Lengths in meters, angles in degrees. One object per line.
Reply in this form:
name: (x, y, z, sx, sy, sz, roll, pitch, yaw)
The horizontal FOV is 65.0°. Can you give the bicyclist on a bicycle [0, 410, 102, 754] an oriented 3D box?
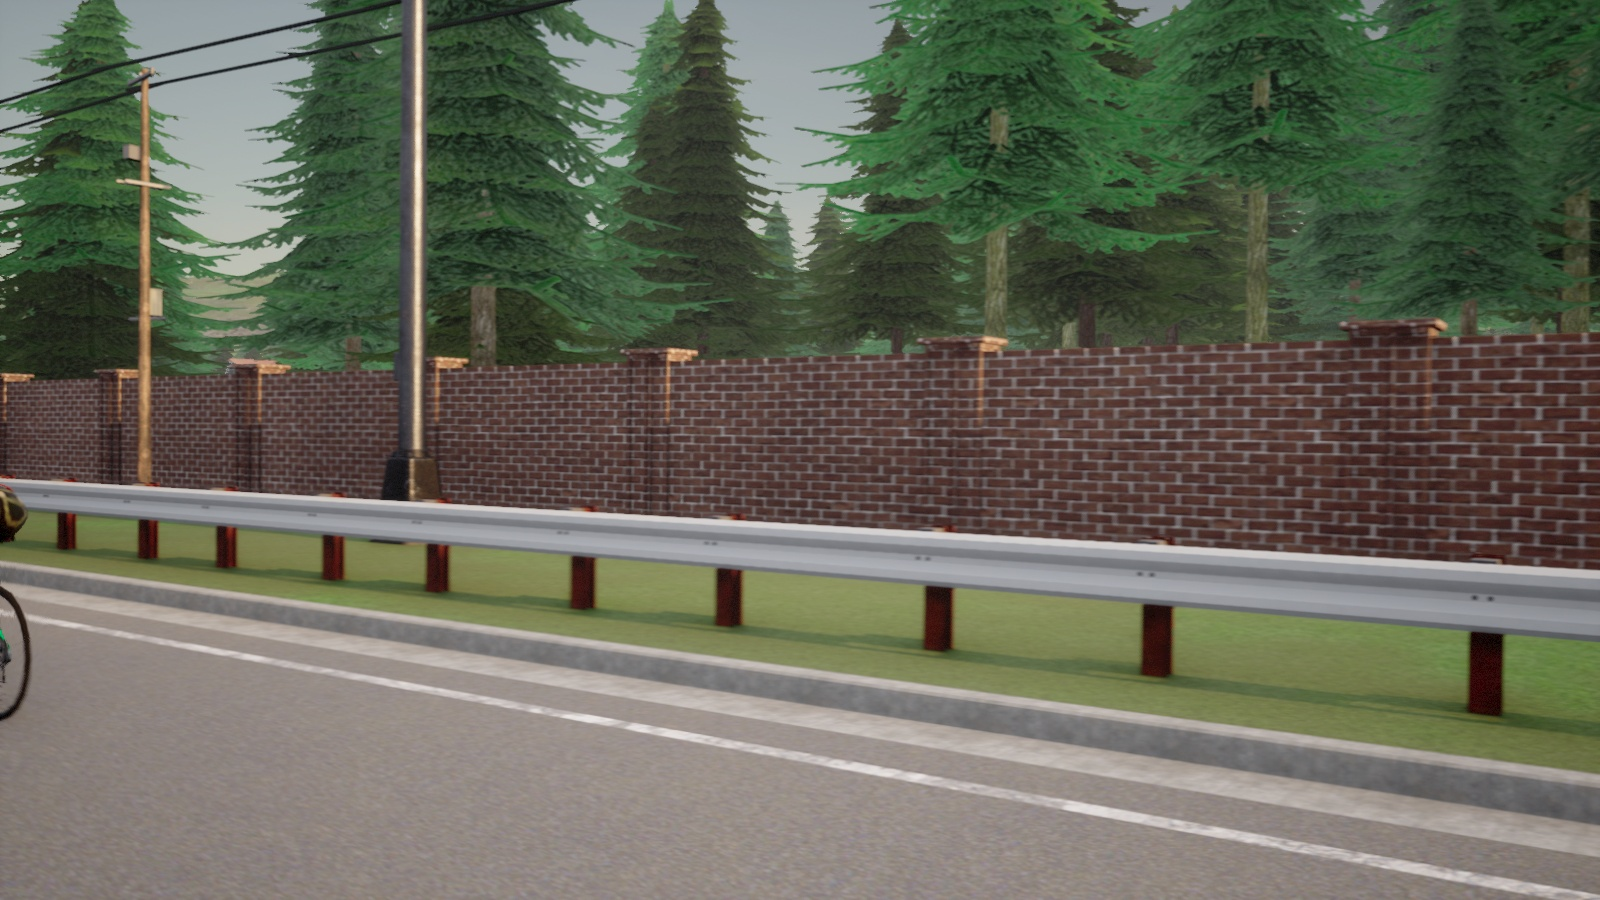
bicyclist on a bicycle: (-4.374, 0.634, 6.516, 1.656, 1.620, 0.582, -2, 0, 34)
